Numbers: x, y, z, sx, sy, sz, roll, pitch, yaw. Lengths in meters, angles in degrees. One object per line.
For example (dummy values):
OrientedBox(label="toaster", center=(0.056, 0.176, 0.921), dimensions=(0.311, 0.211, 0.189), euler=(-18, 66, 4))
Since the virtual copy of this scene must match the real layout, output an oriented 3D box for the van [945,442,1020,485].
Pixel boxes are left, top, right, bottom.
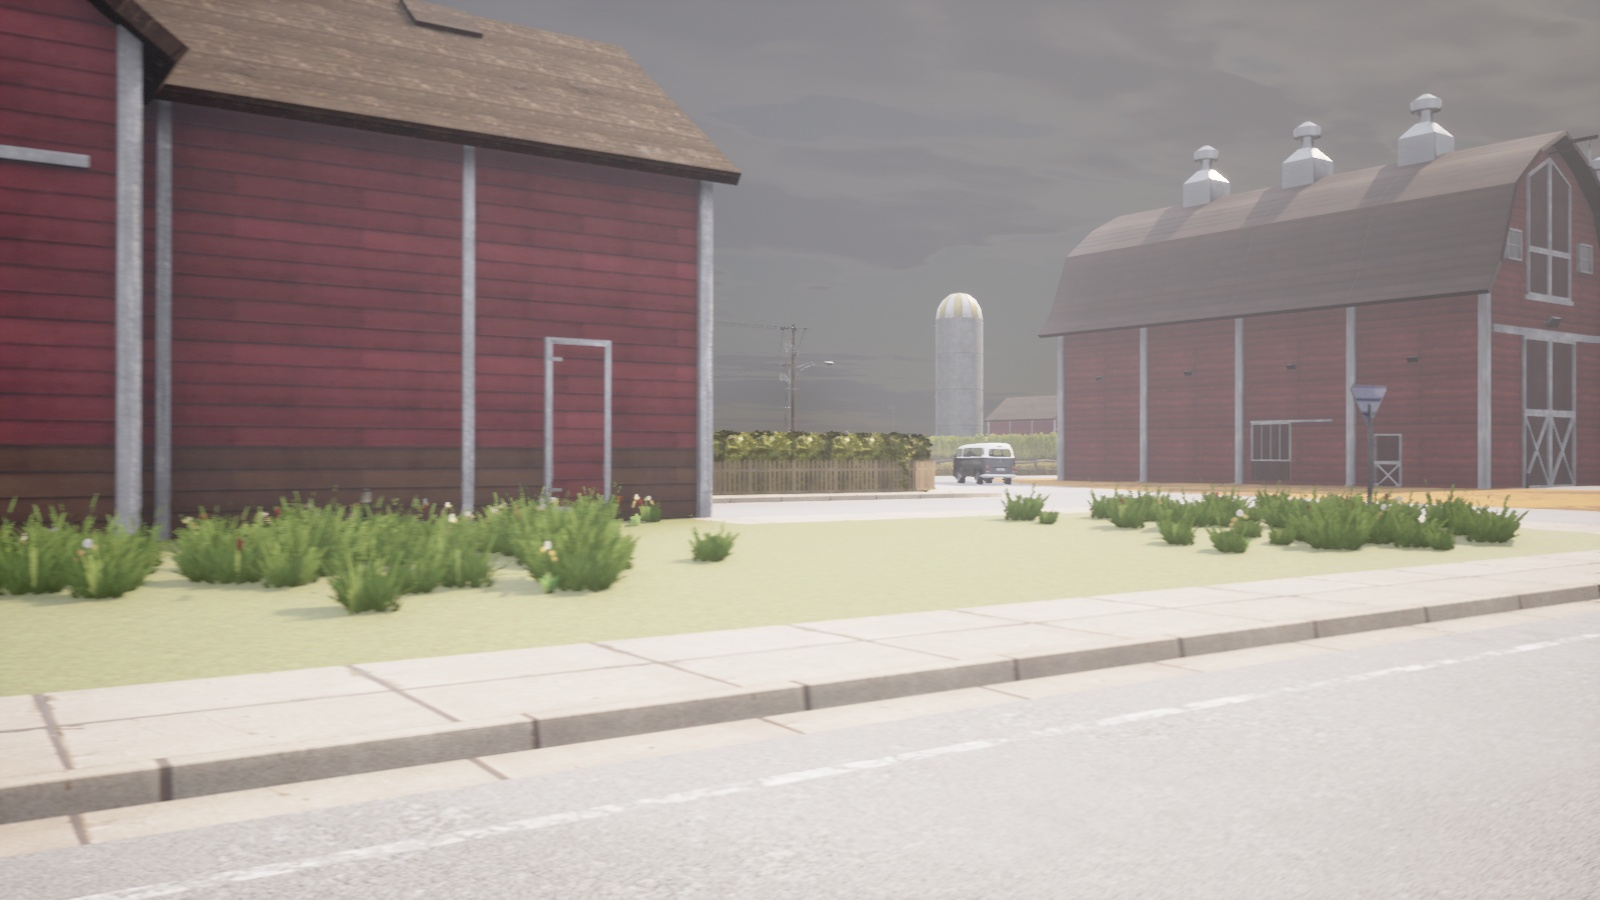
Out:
OrientedBox(label="van", center=(9.008, 0.644, 62.313), dimensions=(2.069, 2.038, 4.480), euler=(1, -1, -14))
